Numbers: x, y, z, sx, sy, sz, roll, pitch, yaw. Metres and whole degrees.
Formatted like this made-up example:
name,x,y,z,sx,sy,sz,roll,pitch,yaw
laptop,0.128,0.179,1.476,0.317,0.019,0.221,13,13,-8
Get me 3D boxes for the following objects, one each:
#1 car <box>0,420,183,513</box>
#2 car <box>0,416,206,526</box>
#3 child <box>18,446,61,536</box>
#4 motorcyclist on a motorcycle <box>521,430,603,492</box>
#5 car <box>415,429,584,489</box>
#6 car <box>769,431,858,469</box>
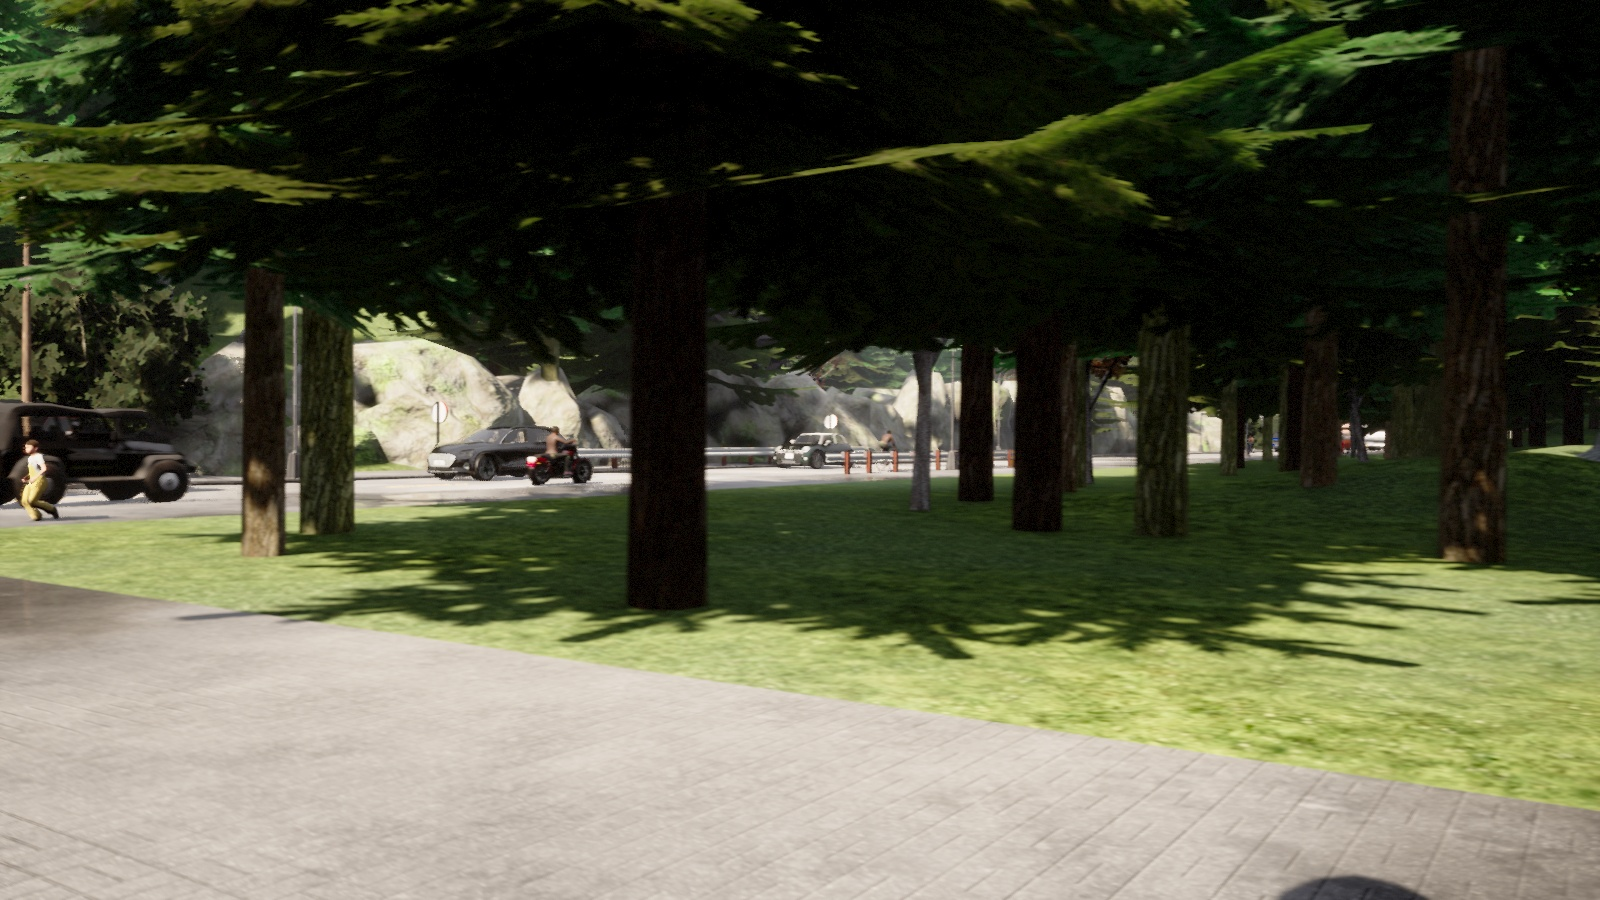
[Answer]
name,x,y,z,sx,sy,sz,roll,pitch,yaw
car,-15.792,0.298,27.245,1.905,1.878,3.866,0,1,33
car,-13.495,0.329,23.469,1.905,1.878,3.866,0,1,33
child,-10.890,0.574,17.980,0.270,1.263,0.437,0,1,29
motorcyclist on a motorcycle,-6.450,0.274,34.194,0.766,1.649,2.350,0,1,33
car,-8.924,0.227,37.715,2.033,1.649,4.856,0,1,33
car,0.597,-0.021,52.229,1.970,1.475,3.806,0,1,33
